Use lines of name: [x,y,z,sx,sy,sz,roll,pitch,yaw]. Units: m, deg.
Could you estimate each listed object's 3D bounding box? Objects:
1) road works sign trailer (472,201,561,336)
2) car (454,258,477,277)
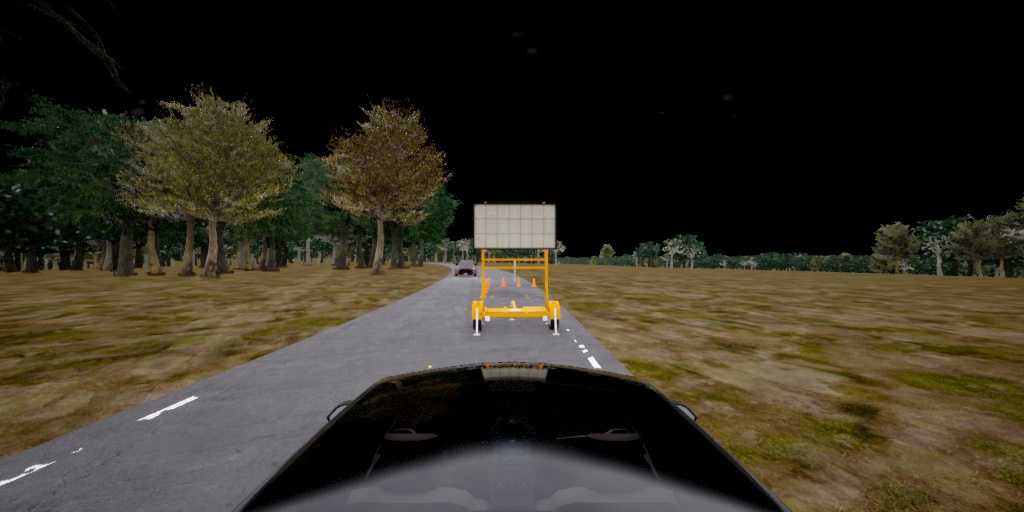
road works sign trailer: [0.077,0.214,10.436,2.380,3.560,2.880,0,0,-2]
car: [-4.478,1.105,35.091,2.097,1.767,4.553,0,0,-6]
